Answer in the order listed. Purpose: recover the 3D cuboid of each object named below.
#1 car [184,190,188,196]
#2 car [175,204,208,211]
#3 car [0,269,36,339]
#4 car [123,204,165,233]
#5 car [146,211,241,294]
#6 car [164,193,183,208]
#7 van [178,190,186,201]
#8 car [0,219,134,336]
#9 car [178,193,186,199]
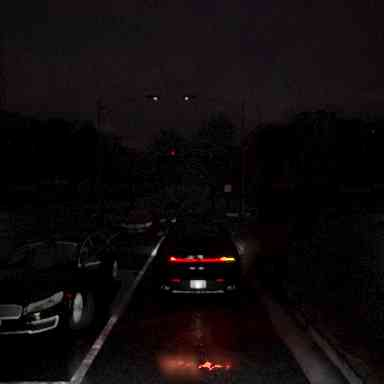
[{"bbox_3d":[-2.601,1.011,72.050,2.192,1.841,5.009,-1,0,0],"label":"car"},{"bbox_3d":[0.146,1.524,18.764,1.895,1.301,4.718,0,0,1],"label":"car"},{"bbox_3d":[-2.658,1.544,1.232,2.008,1.369,4.403,-2,0,0],"label":"car"},{"bbox_3d":[-2.644,1.509,17.575,1.802,1.307,4.206,-2,0,0],"label":"car"},{"bbox_3d":[0.111,1.465,8.633,1.837,1.490,4.892,0,0,0],"label":"car"},{"bbox_3d":[-2.626,1.300,44.352,1.967,1.590,4.097,-2,0,0],"label":"car"},{"bbox_3d":[-2.605,1.085,66.507,1.690,1.788,3.998,-1,0,0],"label":"van"},{"bbox_3d":[-2.654,1.520,6.681,2.008,1.369,4.403,-2,0,0],"label":"car"},{"bbox_3d":[-2.577,1.064,88.671,2.008,1.369,4.403,-1,1,0],"label":"car"}]
